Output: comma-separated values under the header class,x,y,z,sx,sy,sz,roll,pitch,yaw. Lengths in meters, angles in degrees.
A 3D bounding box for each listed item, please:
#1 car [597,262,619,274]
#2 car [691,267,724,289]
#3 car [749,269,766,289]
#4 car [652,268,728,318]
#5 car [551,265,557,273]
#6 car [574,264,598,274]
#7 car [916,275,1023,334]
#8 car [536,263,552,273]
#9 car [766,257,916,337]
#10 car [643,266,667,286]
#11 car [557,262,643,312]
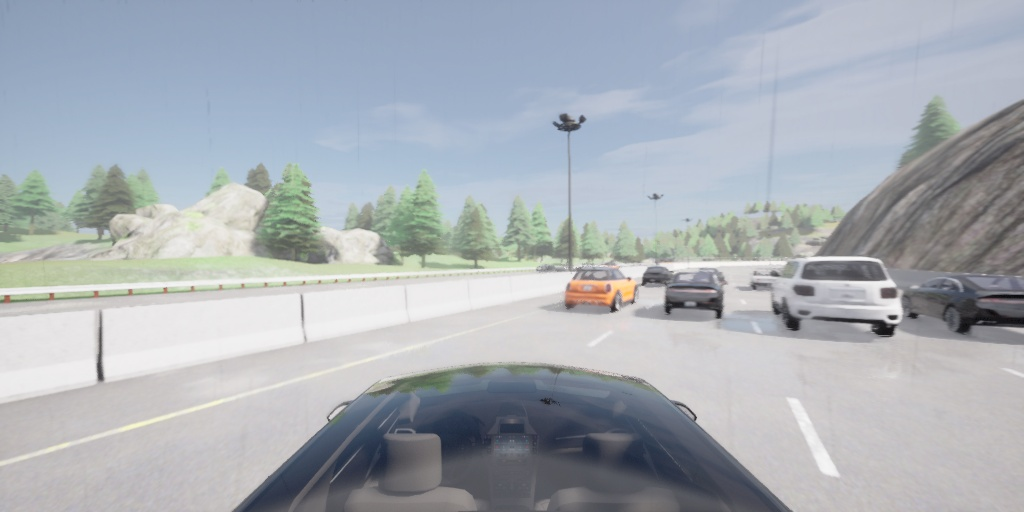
class,x,y,z,sx,sy,sz,roll,pitch,yaw
car,14.854,1.743,55.109,2.097,1.767,4.553,-1,-1,31
car,14.653,1.573,26.771,1.994,1.385,4.181,-1,-1,31
car,17.283,1.562,24.349,1.895,1.301,4.718,-1,-1,31
car,7.011,1.365,13.692,2.128,1.511,4.902,-1,-1,31
car,8.680,2.070,58.395,1.895,1.301,4.718,-1,-1,31
car,11.705,1.976,56.640,2.033,1.411,5.357,-1,-1,31
car,13.056,1.284,10.163,2.128,1.511,4.902,-1,-1,31
car,5.632,2.001,60.113,2.128,1.511,4.902,-1,-1,31
car,9.428,1.046,10.923,2.150,2.045,5.566,-1,-1,31
car,11.564,1.554,28.425,1.837,1.490,4.892,-1,-1,31
car,3.941,1.265,15.380,2.097,1.767,4.553,-1,-1,31
